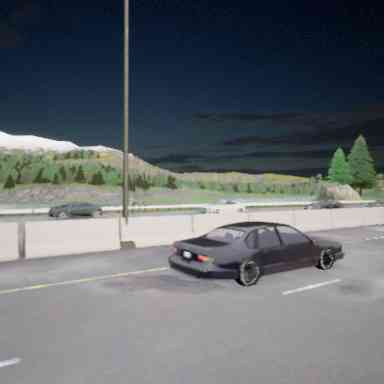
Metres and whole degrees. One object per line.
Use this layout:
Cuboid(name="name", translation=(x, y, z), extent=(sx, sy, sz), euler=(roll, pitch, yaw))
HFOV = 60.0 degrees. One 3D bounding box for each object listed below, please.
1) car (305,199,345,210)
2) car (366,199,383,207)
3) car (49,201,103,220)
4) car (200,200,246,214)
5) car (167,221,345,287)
Cuboid(name="car", translation=(13.627, 1.468, 34.046), extent=(4.902, 1.511, 2.128), euler=(0, 0, -33))
Cuboid(name="car", translation=(19.495, 1.521, 33.696), extent=(4.892, 1.490, 1.837), euler=(1, 0, -34))
Cuboid(name="car", translation=(-9.435, 1.465, 27.147), extent=(4.181, 1.385, 1.994), euler=(0, 0, -34))
Cuboid(name="car", translation=(2.956, 1.466, 31.184), extent=(4.674, 1.442, 1.812), euler=(0, 0, -34))
Cuboid(name="car", translation=(1.975, 1.533, 9.266), extent=(5.357, 1.411, 2.033), euler=(0, 0, -34))
